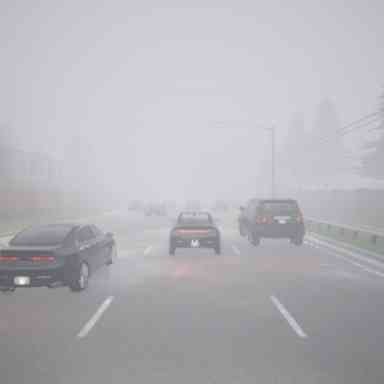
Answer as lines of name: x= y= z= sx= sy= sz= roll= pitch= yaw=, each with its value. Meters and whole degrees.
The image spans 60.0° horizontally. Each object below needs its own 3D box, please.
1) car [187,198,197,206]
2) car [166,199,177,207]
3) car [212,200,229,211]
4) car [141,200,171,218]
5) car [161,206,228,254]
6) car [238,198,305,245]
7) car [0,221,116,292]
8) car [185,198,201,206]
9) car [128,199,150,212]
car: x=0.028 y=1.802 z=60.159 sx=1.812 sy=1.442 sz=4.674 roll=0 pitch=0 yaw=0
car: x=-3.459 y=1.800 z=51.261 sx=1.994 sy=1.385 sz=4.181 roll=0 pitch=0 yaw=0
car: x=3.620 y=1.722 z=42.784 sx=1.812 sy=1.442 sz=4.674 roll=0 pitch=0 yaw=0
car: x=-3.385 y=1.749 z=32.274 sx=1.895 sy=1.301 sz=4.718 roll=0 pitch=0 yaw=0
car: x=0.106 y=1.554 z=13.629 sx=2.128 sy=1.511 sz=4.902 roll=0 pitch=0 yaw=0
car: x=3.608 y=1.295 z=15.964 sx=2.150 sy=2.045 sz=5.566 roll=0 pitch=0 yaw=0
car: x=-3.396 y=1.546 z=9.073 sx=1.837 sy=1.490 sz=4.892 roll=0 pitch=-1 yaw=0
car: x=0.120 y=1.763 z=43.550 sx=1.994 sy=1.385 sz=4.181 roll=0 pitch=0 yaw=0
car: x=-6.881 y=1.720 z=42.176 sx=1.812 sy=1.442 sz=4.674 roll=0 pitch=-1 yaw=0
